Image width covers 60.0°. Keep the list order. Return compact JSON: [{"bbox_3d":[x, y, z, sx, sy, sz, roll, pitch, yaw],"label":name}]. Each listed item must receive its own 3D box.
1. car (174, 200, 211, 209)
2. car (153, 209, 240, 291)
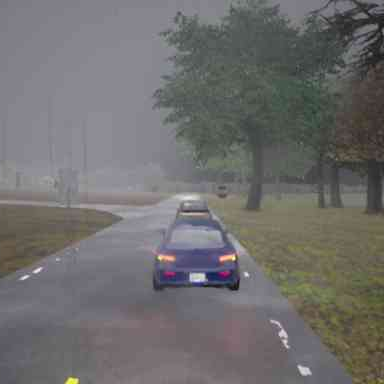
[{"bbox_3d":[0.048,1.197,17.994,2.128,1.511,4.902,0,1,-2],"label":"car"},{"bbox_3d":[0.084,1.384,8.473,1.812,1.442,4.674,0,1,0],"label":"car"}]
